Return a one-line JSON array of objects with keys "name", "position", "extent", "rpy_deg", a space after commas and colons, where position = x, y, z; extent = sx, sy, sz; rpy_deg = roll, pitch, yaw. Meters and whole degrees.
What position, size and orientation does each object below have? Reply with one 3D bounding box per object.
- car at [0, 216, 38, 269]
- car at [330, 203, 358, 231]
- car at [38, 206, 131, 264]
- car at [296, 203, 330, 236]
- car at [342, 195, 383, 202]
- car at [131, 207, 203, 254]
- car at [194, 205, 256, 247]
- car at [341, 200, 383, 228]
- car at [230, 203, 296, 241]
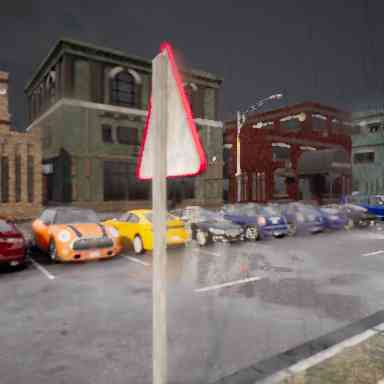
[{"name": "car", "position": [-6.524, 1.449, 10.364], "extent": [2.097, 1.535, 5.008], "rpy_deg": [0, 0, -36]}, {"name": "car", "position": [7.034, 1.532, 20.072], "extent": [2.002, 1.452, 4.674], "rpy_deg": [0, 0, -36]}, {"name": "car", "position": [-4.285, 1.329, 12.012], "extent": [2.185, 1.767, 4.553], "rpy_deg": [0, 0, -36]}, {"name": "car", "position": [4.791, 1.357, 18.431], "extent": [2.185, 1.767, 4.553], "rpy_deg": [0, 0, -36]}, {"name": "car", "position": [13.829, 1.276, 24.904], "extent": [2.435, 2.045, 5.566], "rpy_deg": [0, 0, -36]}, {"name": "car", "position": [-2.003, 1.460, 13.601], "extent": [2.097, 1.535, 5.008], "rpy_deg": [0, 0, -36]}, {"name": "car", "position": [0.249, 1.468, 15.226], "extent": [2.231, 1.521, 4.892], "rpy_deg": [0, 0, -36]}, {"name": "car", "position": [9.295, 1.504, 21.686], "extent": [2.231, 1.521, 4.892], "rpy_deg": [0, 0, -36]}, {"name": "car", "position": [2.530, 1.348, 16.813], "extent": [2.185, 1.767, 4.553], "rpy_deg": [0, 0, -36]}]
